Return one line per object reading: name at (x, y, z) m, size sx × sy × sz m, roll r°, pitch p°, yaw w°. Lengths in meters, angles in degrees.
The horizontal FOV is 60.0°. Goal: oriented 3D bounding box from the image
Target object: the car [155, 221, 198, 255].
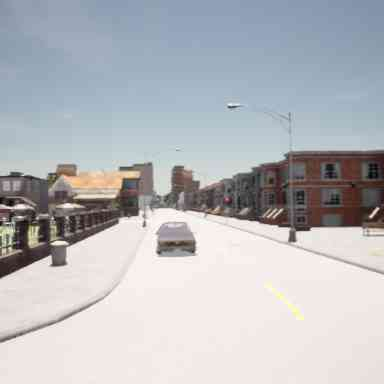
car at (-0.865, 2.225, 17.001) m, size 2.033 × 1.411 × 5.357 m, roll 0°, pitch -2°, yaw -5°
